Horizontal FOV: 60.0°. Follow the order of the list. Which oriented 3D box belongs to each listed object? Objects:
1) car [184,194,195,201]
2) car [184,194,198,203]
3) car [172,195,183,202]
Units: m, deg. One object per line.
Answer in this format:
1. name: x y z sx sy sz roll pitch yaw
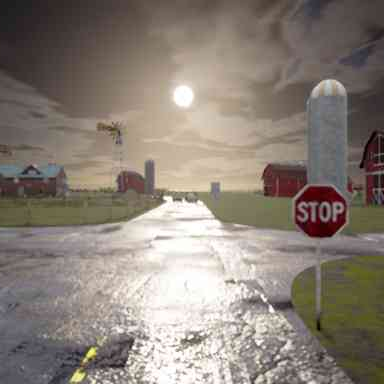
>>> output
1. car: -0.623 1.103 72.023 1.837 1.490 4.892 0 0 -6
2. car: 0.028 1.177 61.913 2.128 1.511 4.902 0 0 -2
3. car: -2.904 1.222 66.015 1.994 1.385 4.181 0 0 -2
